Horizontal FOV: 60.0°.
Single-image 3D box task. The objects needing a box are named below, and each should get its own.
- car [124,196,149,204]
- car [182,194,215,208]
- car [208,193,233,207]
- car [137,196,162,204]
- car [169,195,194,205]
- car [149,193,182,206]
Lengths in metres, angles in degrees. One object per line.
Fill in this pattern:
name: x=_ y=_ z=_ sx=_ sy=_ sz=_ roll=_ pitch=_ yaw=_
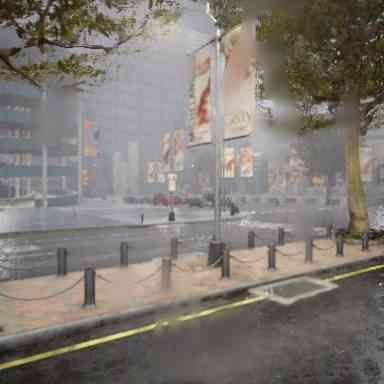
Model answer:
car: x=-11.103 y=1.530 z=64.005 sx=4.892 sy=1.490 sz=1.837 roll=0 pitch=0 yaw=43
car: x=1.165 y=1.516 z=48.278 sx=2.128 sy=1.511 sz=4.902 roll=0 pitch=0 yaw=-35
car: x=3.777 y=1.249 z=50.649 sx=2.150 sy=2.045 sz=5.566 roll=0 pitch=0 yaw=-36
car: x=-8.535 y=1.575 z=66.620 sx=2.033 sy=1.411 sz=5.357 roll=0 pitch=0 yaw=-45
car: x=-1.924 y=1.380 z=58.514 sx=2.097 sy=1.767 sz=4.553 roll=0 pitch=0 yaw=-37
car: x=-4.584 y=1.246 z=56.287 sx=2.150 sy=2.045 sz=5.566 roll=0 pitch=0 yaw=-36
